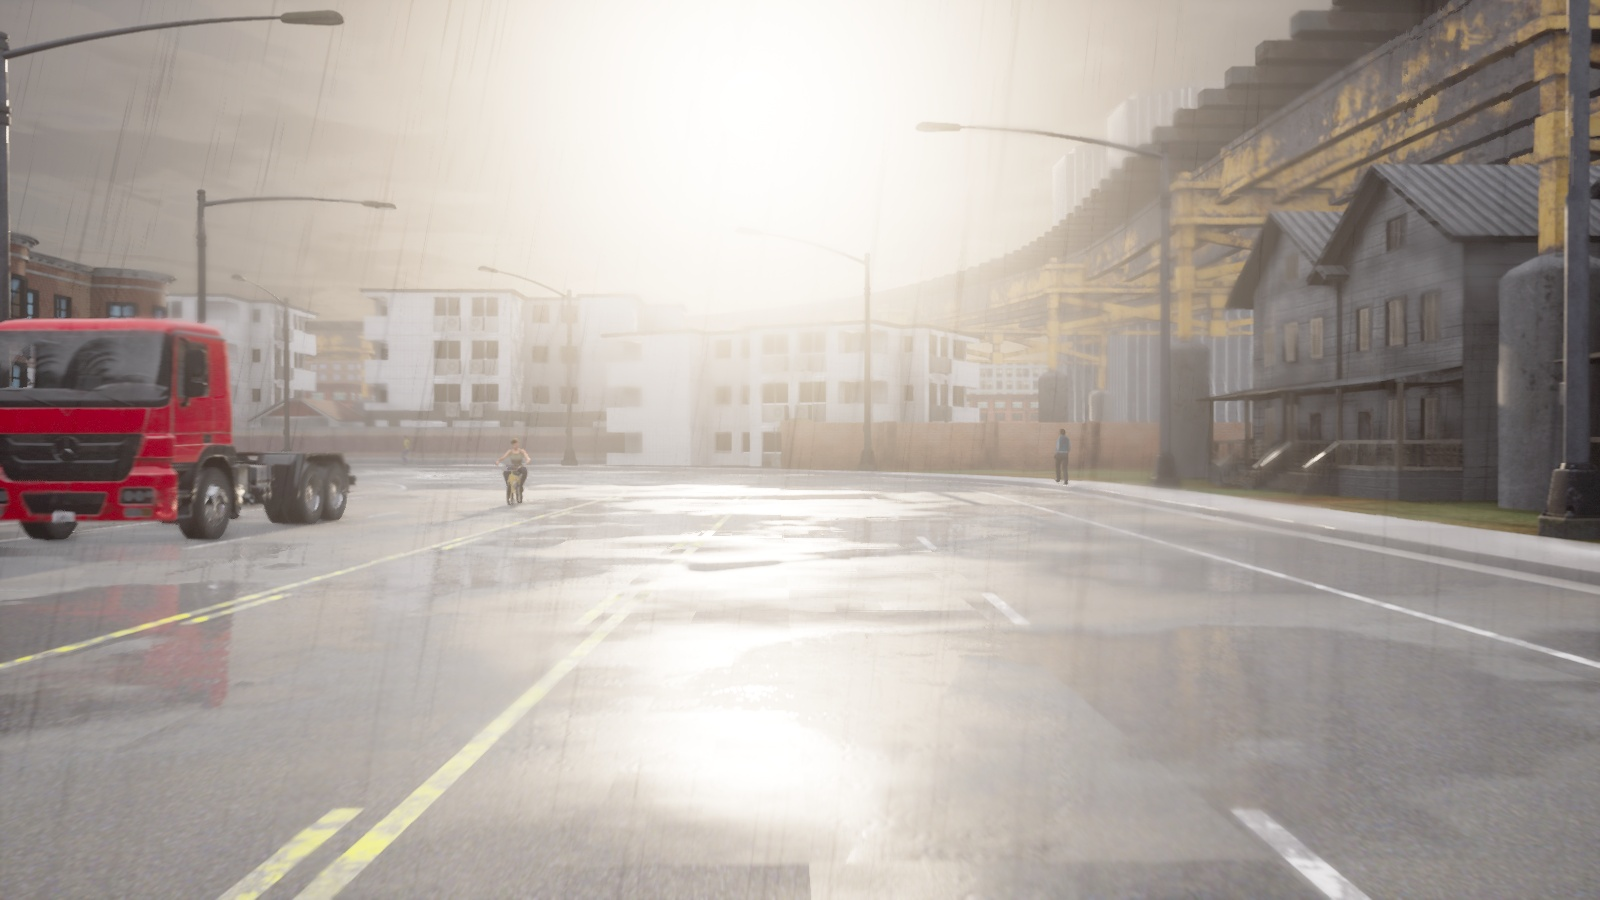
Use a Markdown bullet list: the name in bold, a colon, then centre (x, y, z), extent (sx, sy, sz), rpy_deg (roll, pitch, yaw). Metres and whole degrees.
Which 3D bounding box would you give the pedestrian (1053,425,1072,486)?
- **pedestrian**: centre (8.349, 0.183, 39.953), extent (0.396, 1.930, 0.692), rpy_deg (0, 0, -3)

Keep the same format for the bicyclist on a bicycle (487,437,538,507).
- **bicyclist on a bicycle**: centre (-6.828, 0.509, 29.894), extent (0.866, 1.612, 1.509), rpy_deg (0, 0, 0)

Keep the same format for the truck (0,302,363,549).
- **truck**: centre (-10.356, -0.365, 21.522), extent (2.891, 3.462, 7.936), rpy_deg (0, 0, 0)
